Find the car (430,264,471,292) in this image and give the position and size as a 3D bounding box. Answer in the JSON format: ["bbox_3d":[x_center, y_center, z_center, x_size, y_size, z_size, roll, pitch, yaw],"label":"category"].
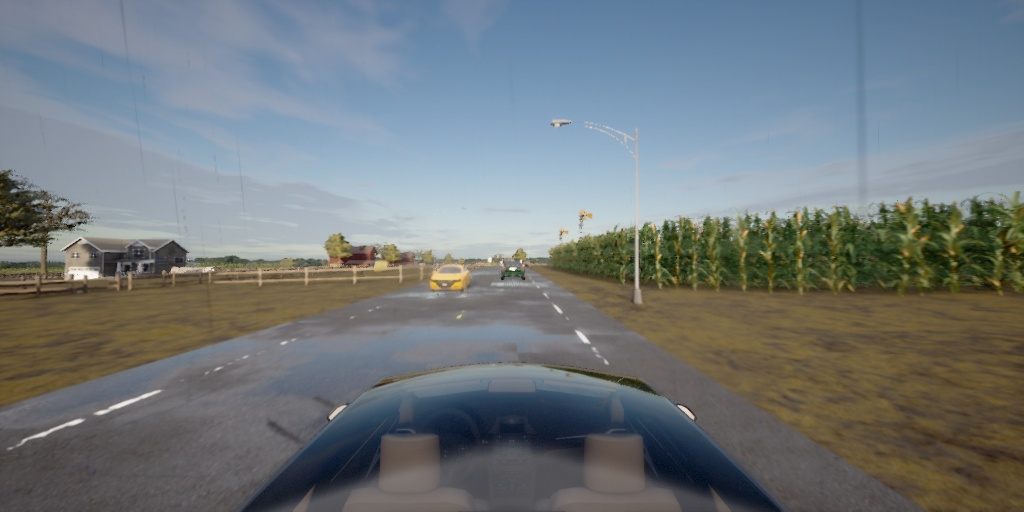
[{"bbox_3d":[-3.602,1.275,21.710,1.882,1.535,5.008,0,0,0],"label":"car"}]

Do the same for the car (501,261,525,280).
[{"bbox_3d":[0.092,1.193,33.051,2.097,1.767,4.553,0,0,0],"label":"car"}]
